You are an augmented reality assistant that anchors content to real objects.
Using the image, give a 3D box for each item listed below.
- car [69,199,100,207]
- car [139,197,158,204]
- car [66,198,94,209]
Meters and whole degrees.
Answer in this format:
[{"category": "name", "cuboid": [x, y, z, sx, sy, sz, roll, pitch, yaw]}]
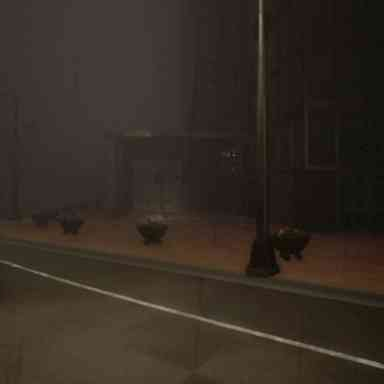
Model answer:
[{"category": "car", "cuboid": [-18.187, 1.832, 56.337, 1.895, 1.301, 4.718, 0, 0, 39]}, {"category": "car", "cuboid": [-9.011, 1.746, 69.243, 1.812, 1.442, 4.674, 0, 0, 34]}, {"category": "car", "cuboid": [-16.930, 1.713, 50.044, 1.837, 1.490, 4.892, -2, -1, 17]}]
